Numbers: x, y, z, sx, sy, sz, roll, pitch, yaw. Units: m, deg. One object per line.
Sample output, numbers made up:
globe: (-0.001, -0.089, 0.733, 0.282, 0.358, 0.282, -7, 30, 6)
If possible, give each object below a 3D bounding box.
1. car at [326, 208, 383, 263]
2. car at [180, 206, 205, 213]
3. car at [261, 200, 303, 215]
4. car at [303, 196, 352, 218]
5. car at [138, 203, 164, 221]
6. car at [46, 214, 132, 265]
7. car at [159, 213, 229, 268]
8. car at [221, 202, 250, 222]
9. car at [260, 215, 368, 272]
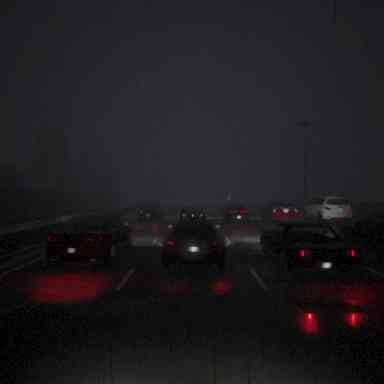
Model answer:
car: (7.068, 1.548, 12.151, 2.128, 1.511, 4.902, 0, 0, 0)
car: (0.064, 1.723, 25.983, 1.895, 1.301, 4.718, 0, 0, 0)
car: (7.070, 1.477, 27.105, 2.097, 1.767, 4.553, 0, 0, 0)
car: (10.565, 1.347, 26.336, 2.150, 2.045, 5.566, 0, 0, 0)
car: (-3.424, 1.659, 28.420, 1.812, 1.442, 4.674, 0, 0, 0)
car: (-3.432, 1.534, 11.981, 1.882, 1.535, 5.008, 0, 0, 0)
car: (0.065, 1.617, 11.499, 1.994, 1.385, 4.181, 0, 0, 0)
car: (3.571, 1.635, 27.510, 1.837, 1.490, 4.892, 0, 0, 0)
car: (3.563, 1.653, 10.983, 1.895, 1.301, 4.718, 0, 0, 0)
